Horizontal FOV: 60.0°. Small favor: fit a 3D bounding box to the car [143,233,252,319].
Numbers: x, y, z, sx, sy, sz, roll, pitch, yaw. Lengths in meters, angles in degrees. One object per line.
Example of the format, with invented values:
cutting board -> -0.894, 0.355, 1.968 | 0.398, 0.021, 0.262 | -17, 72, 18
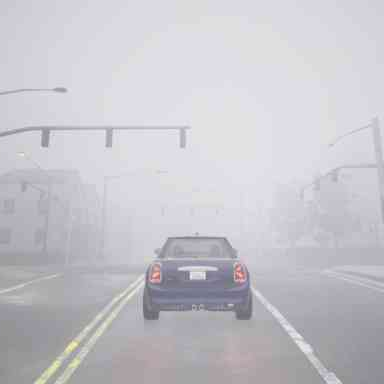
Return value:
car -> 0.107, 1.810, 8.260 | 2.097, 1.767, 4.553 | 0, -7, 0
